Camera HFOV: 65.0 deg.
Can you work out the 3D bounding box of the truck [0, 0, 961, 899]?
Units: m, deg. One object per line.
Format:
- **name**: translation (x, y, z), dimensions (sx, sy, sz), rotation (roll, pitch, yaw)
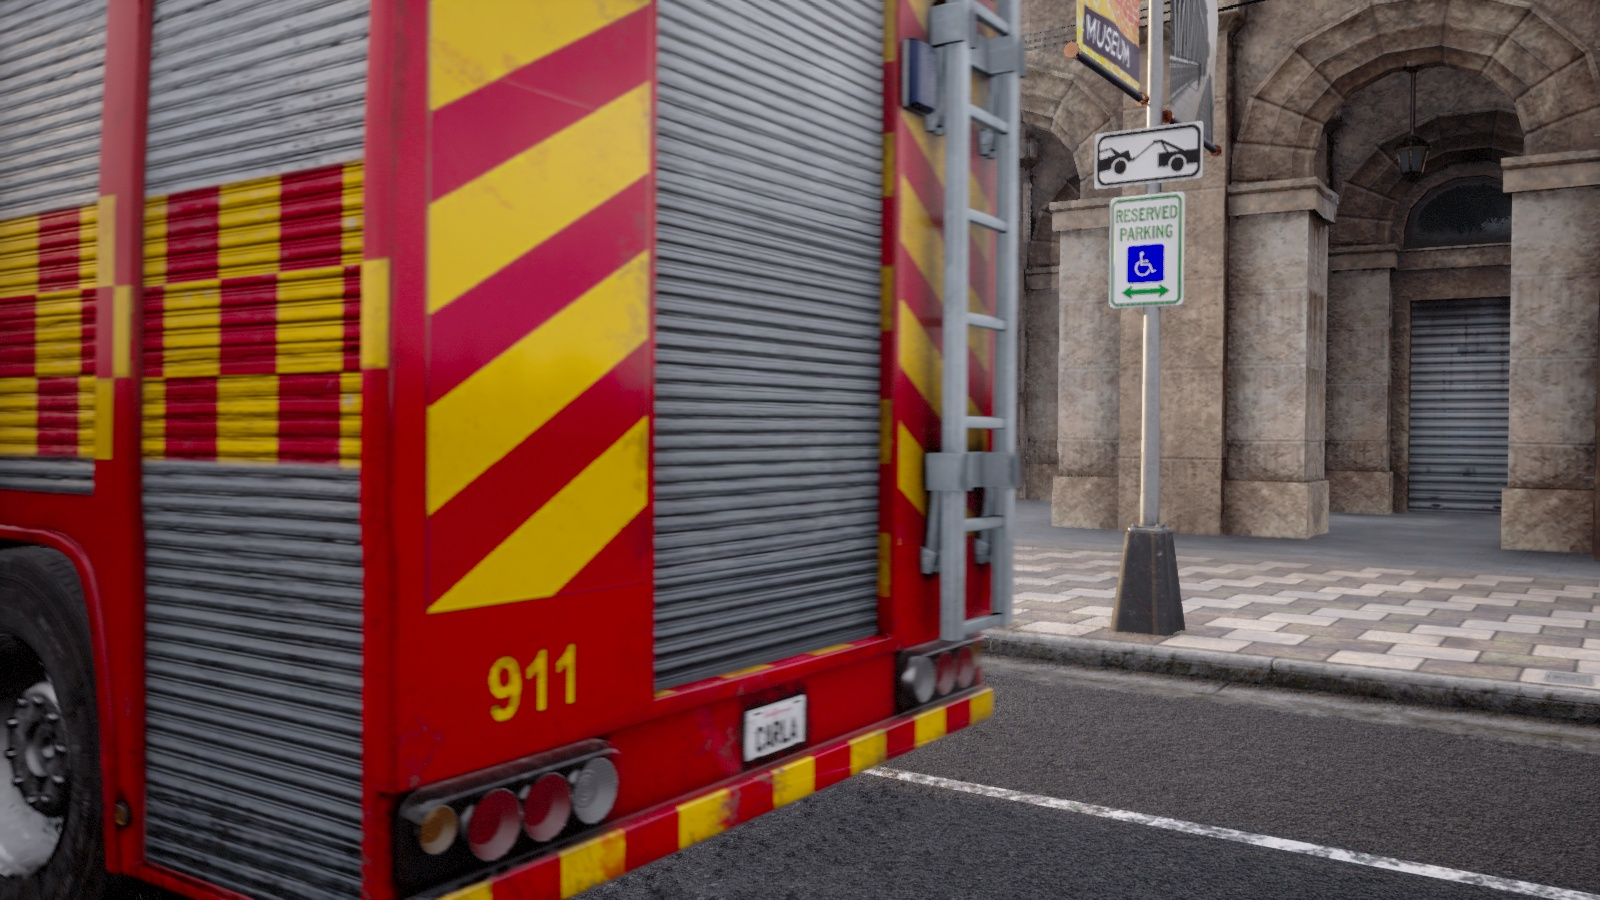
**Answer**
- **truck**: translation (-3.710, -0.483, 6.071), dimensions (8.468, 3.827, 2.891), rotation (0, 1, 34)
